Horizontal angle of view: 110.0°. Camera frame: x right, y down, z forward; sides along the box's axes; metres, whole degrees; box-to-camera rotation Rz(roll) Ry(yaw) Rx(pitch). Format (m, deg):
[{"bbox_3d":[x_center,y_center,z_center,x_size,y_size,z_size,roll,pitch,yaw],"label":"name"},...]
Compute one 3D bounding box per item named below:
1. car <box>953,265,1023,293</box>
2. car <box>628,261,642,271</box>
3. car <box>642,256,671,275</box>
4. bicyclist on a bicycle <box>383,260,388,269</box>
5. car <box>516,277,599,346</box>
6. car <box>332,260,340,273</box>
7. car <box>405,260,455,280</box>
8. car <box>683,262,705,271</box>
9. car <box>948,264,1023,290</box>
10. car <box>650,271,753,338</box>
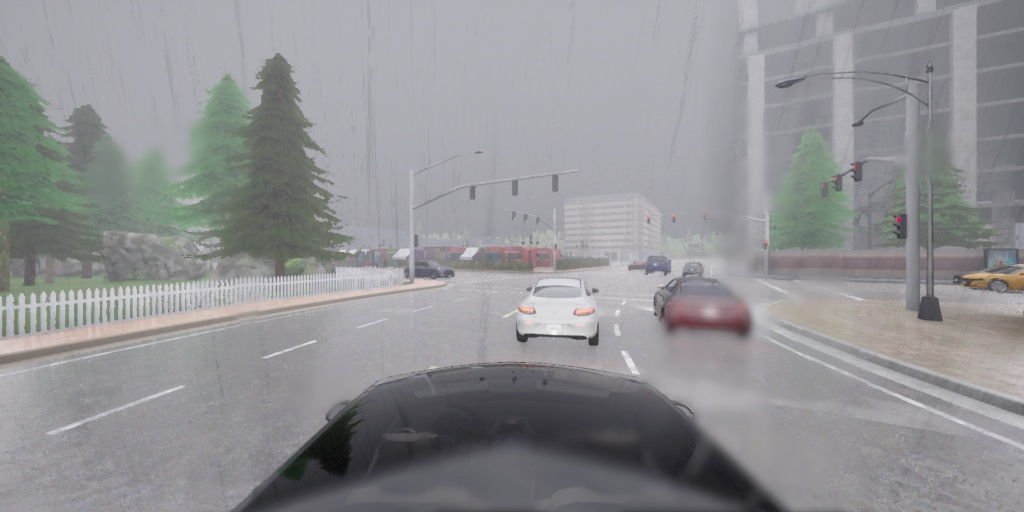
[{"bbox_3d":[28.695,1.282,19.787,5.008,1.535,1.882,0,0,30],"label":"car"},{"bbox_3d":[17.057,1.349,48.593,1.895,1.301,4.718,0,0,29],"label":"car"},{"bbox_3d":[16.056,0.976,39.244,2.150,2.045,5.566,0,0,29],"label":"car"},{"bbox_3d":[-15.686,1.257,44.313,0.582,1.620,1.656,0,0,-22],"label":"bicyclist on a bicycle"},{"bbox_3d":[1.285,1.275,9.432,1.812,1.442,4.674,0,0,11],"label":"car"},{"bbox_3d":[-21.714,1.027,40.178,5.566,2.045,2.150,0,0,30],"label":"car"},{"bbox_3d":[-7.313,1.157,31.984,4.553,1.767,2.097,0,0,30],"label":"car"},{"bbox_3d":[18.305,1.324,36.098,2.033,1.411,5.357,0,1,29],"label":"car"},{"bbox_3d":[31.283,1.309,22.340,4.892,1.490,1.837,0,0,30],"label":"car"},{"bbox_3d":[5.307,1.314,10.435,1.994,1.385,4.181,0,0,17],"label":"car"}]
